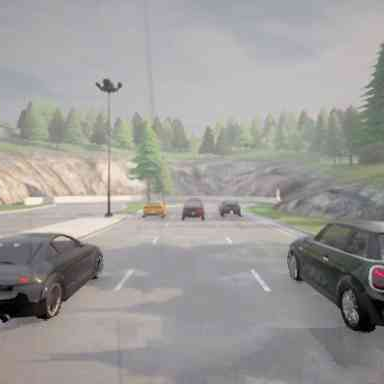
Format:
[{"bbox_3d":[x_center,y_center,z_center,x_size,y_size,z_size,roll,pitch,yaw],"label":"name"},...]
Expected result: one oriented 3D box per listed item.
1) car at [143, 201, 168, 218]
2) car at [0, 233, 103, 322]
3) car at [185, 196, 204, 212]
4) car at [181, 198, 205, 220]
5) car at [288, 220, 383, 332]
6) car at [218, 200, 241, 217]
[{"bbox_3d":[-3.385,1.556,31.242,1.882,1.535,5.008,0,0,0],"label":"car"},{"bbox_3d":[-3.399,1.583,7.374,1.994,1.385,4.181,0,0,0],"label":"car"},{"bbox_3d":[0.419,1.453,40.683,2.097,1.767,4.553,0,0,3],"label":"car"},{"bbox_3d":[0.101,1.550,29.078,1.882,1.535,5.008,0,0,0],"label":"car"},{"bbox_3d":[3.601,1.370,7.034,2.097,1.767,4.553,0,0,0],"label":"car"},{"bbox_3d":[3.627,1.586,32.540,1.837,1.490,4.892,0,0,1],"label":"car"}]
